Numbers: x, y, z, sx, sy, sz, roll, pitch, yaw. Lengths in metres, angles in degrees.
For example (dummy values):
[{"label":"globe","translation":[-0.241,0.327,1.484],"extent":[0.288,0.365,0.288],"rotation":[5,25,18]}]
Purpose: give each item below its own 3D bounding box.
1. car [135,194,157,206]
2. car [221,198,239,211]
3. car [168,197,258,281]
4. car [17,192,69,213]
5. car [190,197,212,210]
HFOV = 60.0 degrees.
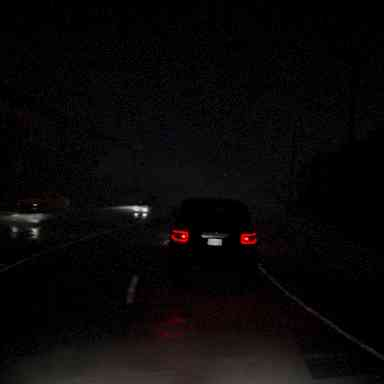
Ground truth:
[{"label":"car","translation":[-5.834,0.975,42.609],"extent":[2.128,1.511,4.902],"rotation":[3,0,9]},{"label":"car","translation":[4.829,1.525,42.117],"extent":[2.033,1.411,5.357],"rotation":[3,0,8]},{"label":"car","translation":[0.547,1.187,10.060],"extent":[2.150,2.045,5.566],"rotation":[2,0,1]},{"label":"car","translation":[-11.709,0.781,26.476],"extent":[1.882,1.535,5.008],"rotation":[3,0,8]},{"label":"car","translation":[1.182,1.362,41.313],"extent":[2.033,1.411,5.357],"rotation":[3,0,8]}]
